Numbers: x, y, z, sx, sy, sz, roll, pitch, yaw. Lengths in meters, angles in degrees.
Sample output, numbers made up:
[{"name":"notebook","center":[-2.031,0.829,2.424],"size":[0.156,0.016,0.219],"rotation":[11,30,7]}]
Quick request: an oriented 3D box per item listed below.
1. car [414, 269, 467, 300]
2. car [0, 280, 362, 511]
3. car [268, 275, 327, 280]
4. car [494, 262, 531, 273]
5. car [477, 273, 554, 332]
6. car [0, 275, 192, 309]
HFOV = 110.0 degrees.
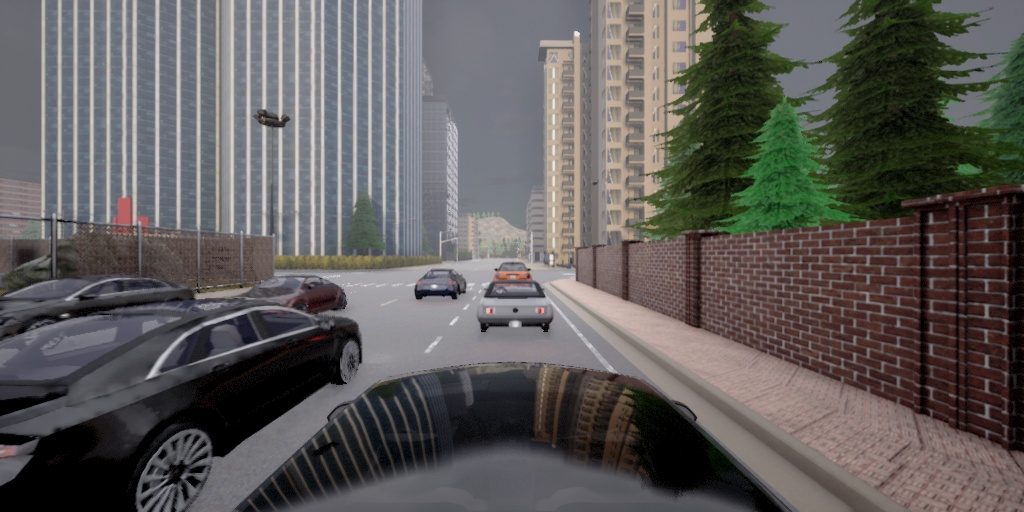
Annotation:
[{"name":"car","center":[-3.449,1.326,17.902],"size":[1.994,1.385,4.181],"rotation":[0,0,0]},{"name":"car","center":[-3.414,1.244,4.087],"size":[2.128,1.511,4.902],"rotation":[0,0,0]},{"name":"car","center":[-7.108,1.321,11.590],"size":[1.994,1.385,4.181],"rotation":[0,0,0]},{"name":"car","center":[0.039,1.115,20.851],"size":[2.097,1.767,4.553],"rotation":[0,0,0]},{"name":"car","center":[0.072,1.358,10.889],"size":[1.895,1.301,4.718],"rotation":[0,0,0]},{"name":"car","center":[-10.607,1.247,8.922],"size":[2.128,1.511,4.902],"rotation":[0,0,0]}]
